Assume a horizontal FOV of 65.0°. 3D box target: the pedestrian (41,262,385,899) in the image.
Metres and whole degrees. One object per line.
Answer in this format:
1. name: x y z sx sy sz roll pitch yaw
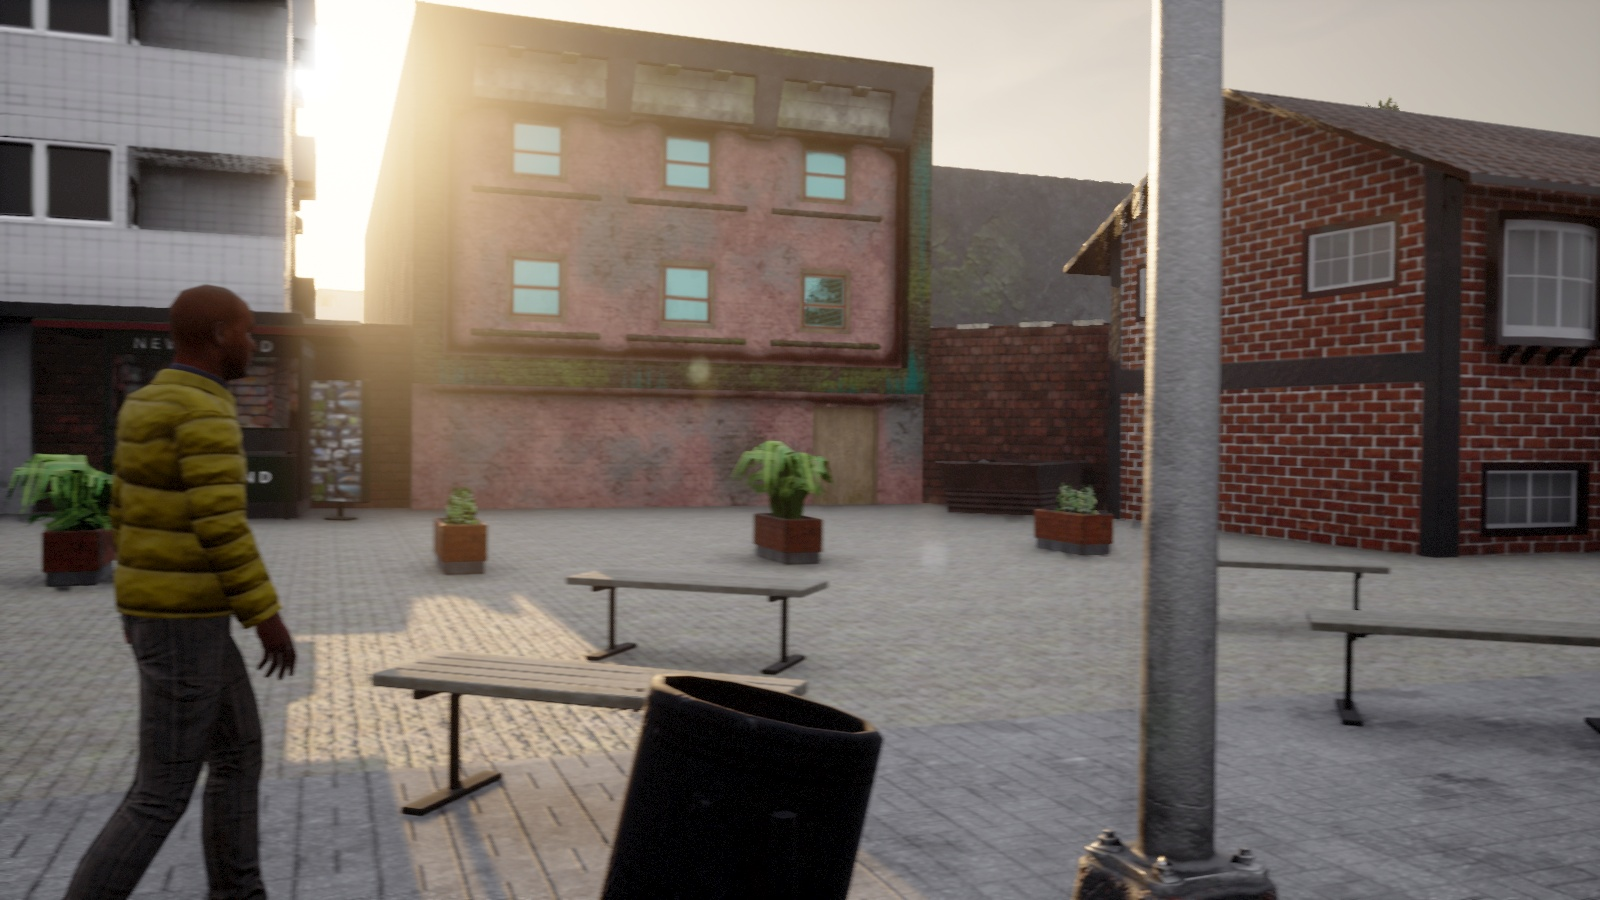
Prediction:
1. pedestrian: -1.536 0.471 3.318 0.726 1.835 0.370 -1 1 -39
